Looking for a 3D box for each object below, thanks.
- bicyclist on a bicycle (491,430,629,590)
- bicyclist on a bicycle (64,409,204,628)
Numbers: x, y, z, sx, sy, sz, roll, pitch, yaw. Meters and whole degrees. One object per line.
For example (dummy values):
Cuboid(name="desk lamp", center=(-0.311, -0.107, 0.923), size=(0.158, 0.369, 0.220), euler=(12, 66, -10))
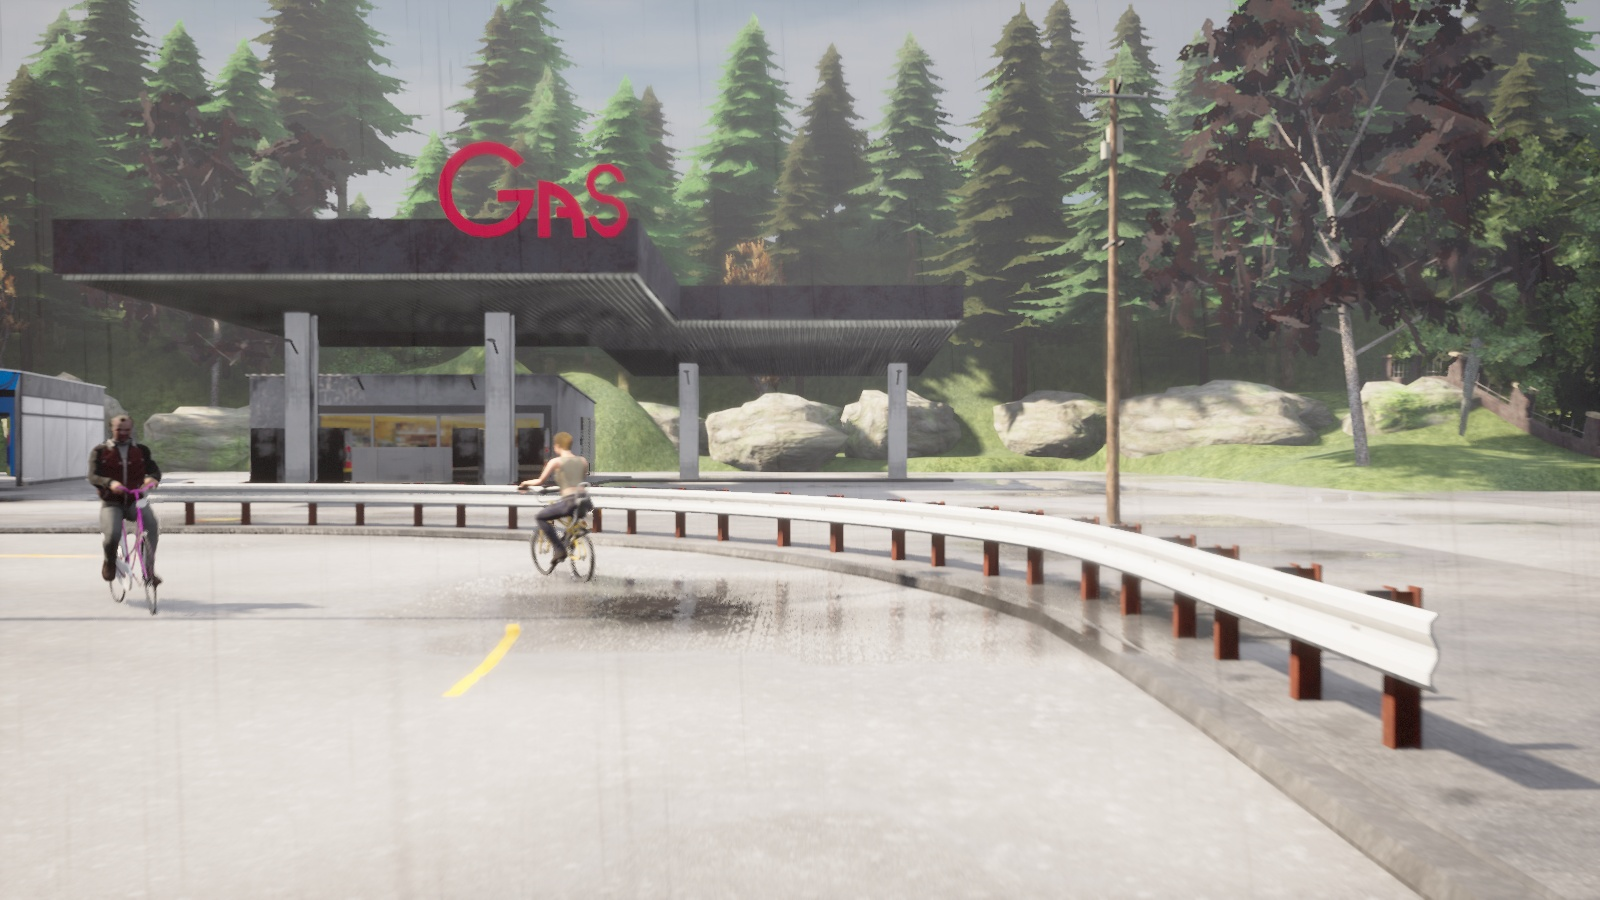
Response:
Cuboid(name="bicyclist on a bicycle", center=(-2.632, 0.606, 13.692), size=(0.866, 1.612, 1.509), euler=(-2, 2, -37))
Cuboid(name="bicyclist on a bicycle", center=(-5.928, 0.551, 11.127), size=(0.659, 1.776, 1.843), euler=(-3, 2, -40))
